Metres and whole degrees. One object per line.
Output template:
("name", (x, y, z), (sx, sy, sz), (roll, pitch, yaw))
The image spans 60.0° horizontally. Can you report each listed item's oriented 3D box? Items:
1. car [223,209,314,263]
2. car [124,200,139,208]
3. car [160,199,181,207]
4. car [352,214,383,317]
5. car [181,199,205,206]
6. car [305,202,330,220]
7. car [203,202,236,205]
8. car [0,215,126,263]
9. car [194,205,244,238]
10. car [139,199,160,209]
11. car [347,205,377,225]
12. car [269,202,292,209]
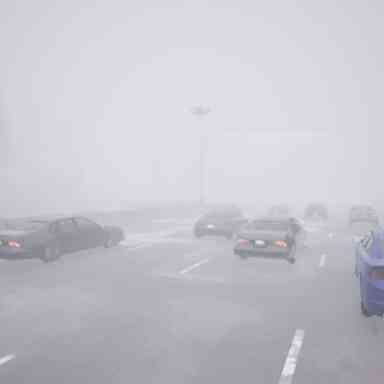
("car", (3.085, 1.572, 12.222), (2.033, 1.411, 5.357), (0, 0, 25))
("car", (-8.879, 1.920, 53.588), (1.895, 1.301, 4.718), (0, -1, 25))
("car", (-2.516, 1.851, 50.670), (1.812, 1.442, 4.674), (0, -1, 25))
("car", (4.570, 1.487, 7.058), (1.882, 1.535, 5.008), (0, 0, 25))
("car", (0.656, 1.803, 49.192), (1.882, 1.535, 5.008), (0, -1, 25))
("car", (11.630, 1.697, 30.882), (1.837, 1.490, 4.892), (0, -1, 25))
("car", (3.083, 1.686, 29.030), (2.033, 1.411, 5.357), (0, -1, 25))
("car", (-4.665, 1.560, 12.110), (2.033, 1.411, 5.357), (0, 0, 25))
("car", (1.724, 1.612, 17.657), (1.994, 1.385, 4.181), (0, 0, 25))
("car", (-5.740, 1.800, 52.038), (1.882, 1.535, 5.008), (0, -1, 25))
("car", (12.635, 1.686, 24.669), (2.033, 1.411, 5.357), (0, -1, 25))
("car", (8.870, 1.729, 33.262), (1.812, 1.442, 4.674), (0, -1, 25))
